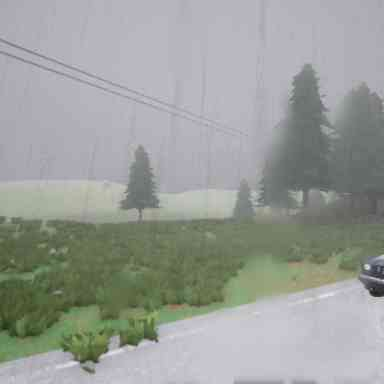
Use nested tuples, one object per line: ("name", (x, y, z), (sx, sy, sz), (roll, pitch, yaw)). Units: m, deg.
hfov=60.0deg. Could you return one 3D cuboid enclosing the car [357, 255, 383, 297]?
("car", (5.831, 1.660, 7.498), (4.718, 1.301, 1.895), (0, 0, -33))
